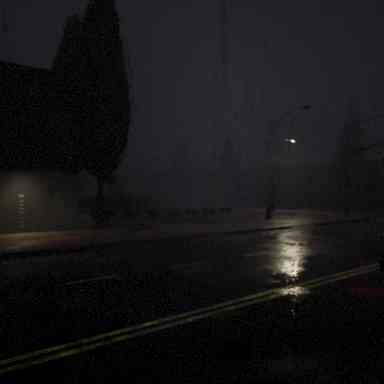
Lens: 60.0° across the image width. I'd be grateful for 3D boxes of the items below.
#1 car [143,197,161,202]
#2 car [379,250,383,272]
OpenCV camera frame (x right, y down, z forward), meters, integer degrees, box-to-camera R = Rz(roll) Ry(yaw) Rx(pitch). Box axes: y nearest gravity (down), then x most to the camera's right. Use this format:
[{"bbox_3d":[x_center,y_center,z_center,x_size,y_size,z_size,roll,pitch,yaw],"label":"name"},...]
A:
[{"bbox_3d":[-8.295,1.524,64.491,4.718,1.301,1.895,0,0,-10],"label":"car"},{"bbox_3d":[7.107,1.525,8.913,5.357,1.411,2.033,0,0,-35],"label":"car"}]
